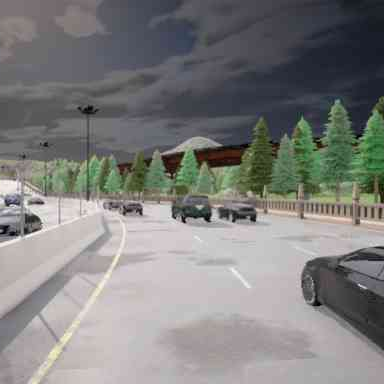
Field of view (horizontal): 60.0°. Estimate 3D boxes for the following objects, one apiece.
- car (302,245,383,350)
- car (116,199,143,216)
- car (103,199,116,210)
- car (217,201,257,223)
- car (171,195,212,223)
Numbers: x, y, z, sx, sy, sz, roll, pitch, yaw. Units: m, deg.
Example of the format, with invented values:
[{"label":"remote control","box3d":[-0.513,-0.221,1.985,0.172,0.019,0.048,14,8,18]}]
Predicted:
[{"label":"car","box3d":[3.283,1.525,5.055,1.812,1.442,4.674,0,0,-3]},{"label":"car","box3d":[-6.127,1.499,33.061,1.837,1.490,4.892,0,0,-19]},{"label":"car","box3d":[-10.066,1.540,42.735,2.033,1.411,5.357,0,0,-27]},{"label":"car","box3d":[3.421,1.502,25.883,1.837,1.490,4.892,0,0,-14]},{"label":"car","box3d":[-0.143,1.220,25.762,2.150,2.045,5.566,0,0,-14]}]
